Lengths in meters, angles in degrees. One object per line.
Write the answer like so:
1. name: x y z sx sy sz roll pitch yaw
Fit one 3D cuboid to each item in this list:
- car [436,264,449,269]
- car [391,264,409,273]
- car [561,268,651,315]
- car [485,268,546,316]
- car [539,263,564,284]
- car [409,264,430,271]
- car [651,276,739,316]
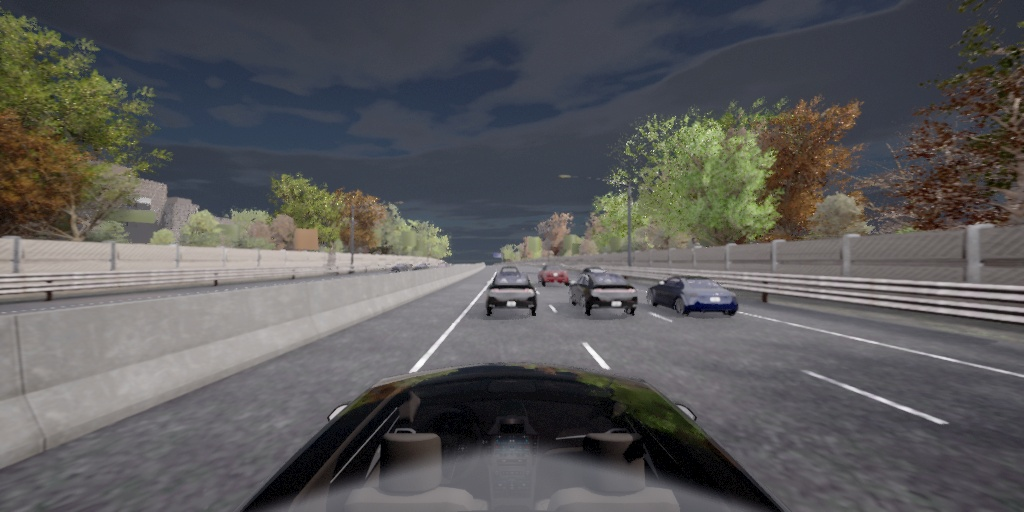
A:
1. car: -11.558 2.057 60.245 1.812 1.442 4.674 0 -1 -1
2. car: -18.540 2.074 59.791 2.033 1.411 5.357 0 -1 -1
3. car: 3.483 1.411 14.365 2.128 1.511 4.902 0 -1 0
4. car: -0.016 1.411 14.349 2.128 1.511 4.902 0 -1 0
5. car: 3.301 1.472 29.383 2.097 1.767 4.553 0 -1 0
6. car: -15.039 2.073 59.906 2.033 1.411 5.357 0 -1 -1
7. car: 6.995 1.488 14.331 1.994 1.385 4.181 0 -1 0
